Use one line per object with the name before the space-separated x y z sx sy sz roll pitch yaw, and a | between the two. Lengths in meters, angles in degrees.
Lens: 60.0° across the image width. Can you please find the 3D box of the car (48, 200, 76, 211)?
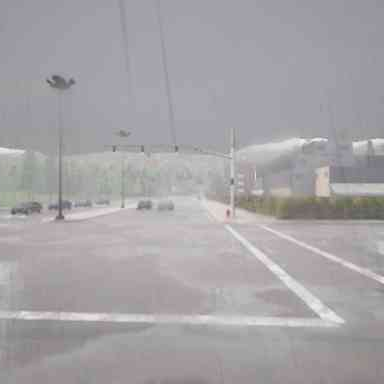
car | -18.605 1.821 47.126 1.882 1.535 5.008 0 0 1

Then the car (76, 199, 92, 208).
car | -18.565 1.943 57.097 1.812 1.442 4.674 0 0 1

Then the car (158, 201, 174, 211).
car | -3.437 1.937 45.450 1.895 1.301 4.718 0 0 0

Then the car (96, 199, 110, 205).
car | -18.469 2.054 69.208 1.994 1.385 4.181 0 0 0

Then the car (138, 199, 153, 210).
car | -6.940 1.859 49.801 2.128 1.511 4.902 0 0 0

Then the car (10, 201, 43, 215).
car | -18.607 1.778 37.674 1.837 1.490 4.892 0 0 0
